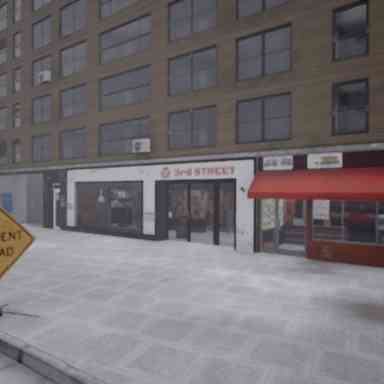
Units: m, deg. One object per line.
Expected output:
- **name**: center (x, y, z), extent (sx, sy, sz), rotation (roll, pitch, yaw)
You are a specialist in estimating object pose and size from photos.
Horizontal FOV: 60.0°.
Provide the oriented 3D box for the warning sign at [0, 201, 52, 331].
- **warning sign**: center (-3.141, 1.094, 5.303), extent (1.060, 1.860, 1.300), rotation (0, 0, 35)
